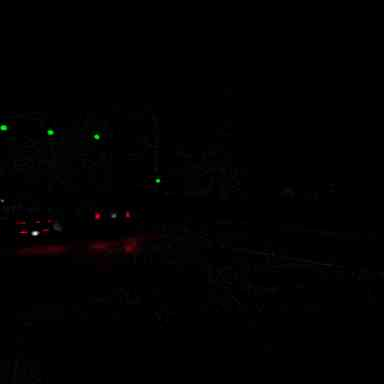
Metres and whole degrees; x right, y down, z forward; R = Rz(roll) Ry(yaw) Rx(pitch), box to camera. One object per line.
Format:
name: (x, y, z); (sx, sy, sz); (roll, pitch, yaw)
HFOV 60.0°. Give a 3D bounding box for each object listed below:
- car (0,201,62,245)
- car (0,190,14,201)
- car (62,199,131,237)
car: (-7.764, 1.359, 14.938); (1.837, 1.490, 4.892); (-1, 1, -41)
car: (-20.143, 0.851, 34.448); (2.150, 2.045, 5.566); (-1, 2, -41)
car: (-5.047, 1.153, 17.142); (2.097, 1.767, 4.553); (-1, 1, -41)
